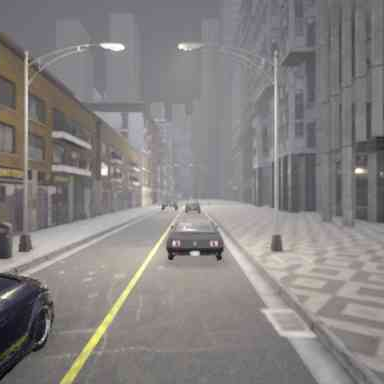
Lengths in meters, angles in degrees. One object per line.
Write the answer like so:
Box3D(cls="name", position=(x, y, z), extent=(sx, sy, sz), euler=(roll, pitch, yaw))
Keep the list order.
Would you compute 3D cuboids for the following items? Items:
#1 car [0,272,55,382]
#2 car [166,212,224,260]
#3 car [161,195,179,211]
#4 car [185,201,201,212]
Box3D(cls="car", position=(-3.100, 1.586, 3.436), extent=(1.994, 1.385, 4.181), euler=(0, 0, 0))
Box3D(cls="car", position=(0.101, 1.684, 12.800), extent=(1.895, 1.301, 4.718), euler=(0, 0, 0))
Box3D(cls="car", position=(-2.998, 1.393, 45.389), extent=(2.150, 2.045, 5.566), euler=(0, -1, 0))
Box3D(cls="car", position=(0.103, 1.827, 42.520), extent=(2.128, 1.511, 4.902), euler=(0, -1, 0))
